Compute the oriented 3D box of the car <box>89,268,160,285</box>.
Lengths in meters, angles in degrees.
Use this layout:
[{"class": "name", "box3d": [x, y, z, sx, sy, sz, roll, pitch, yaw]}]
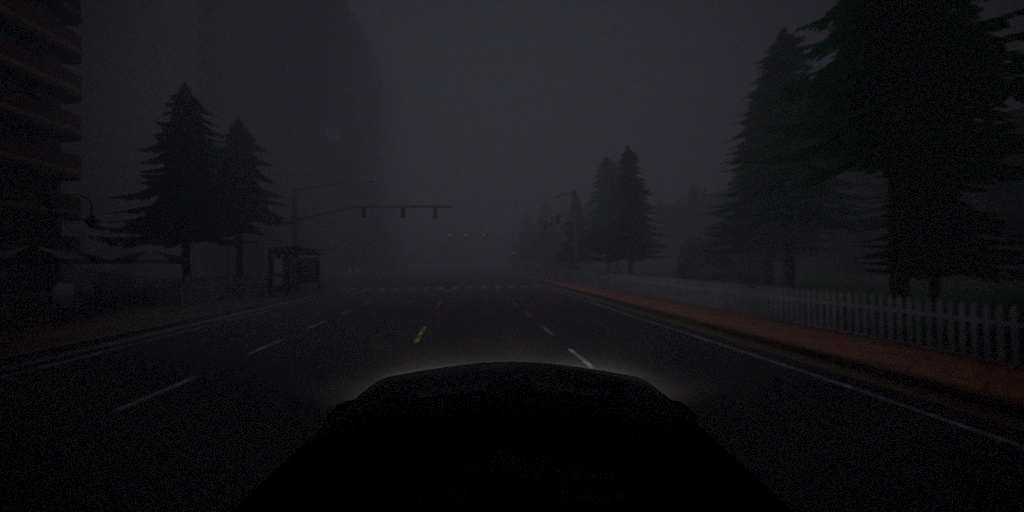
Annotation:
[{"class": "car", "box3d": [-38.909, 2.226, 35.764, 4.892, 1.490, 1.837, -1, -1, -7]}]
